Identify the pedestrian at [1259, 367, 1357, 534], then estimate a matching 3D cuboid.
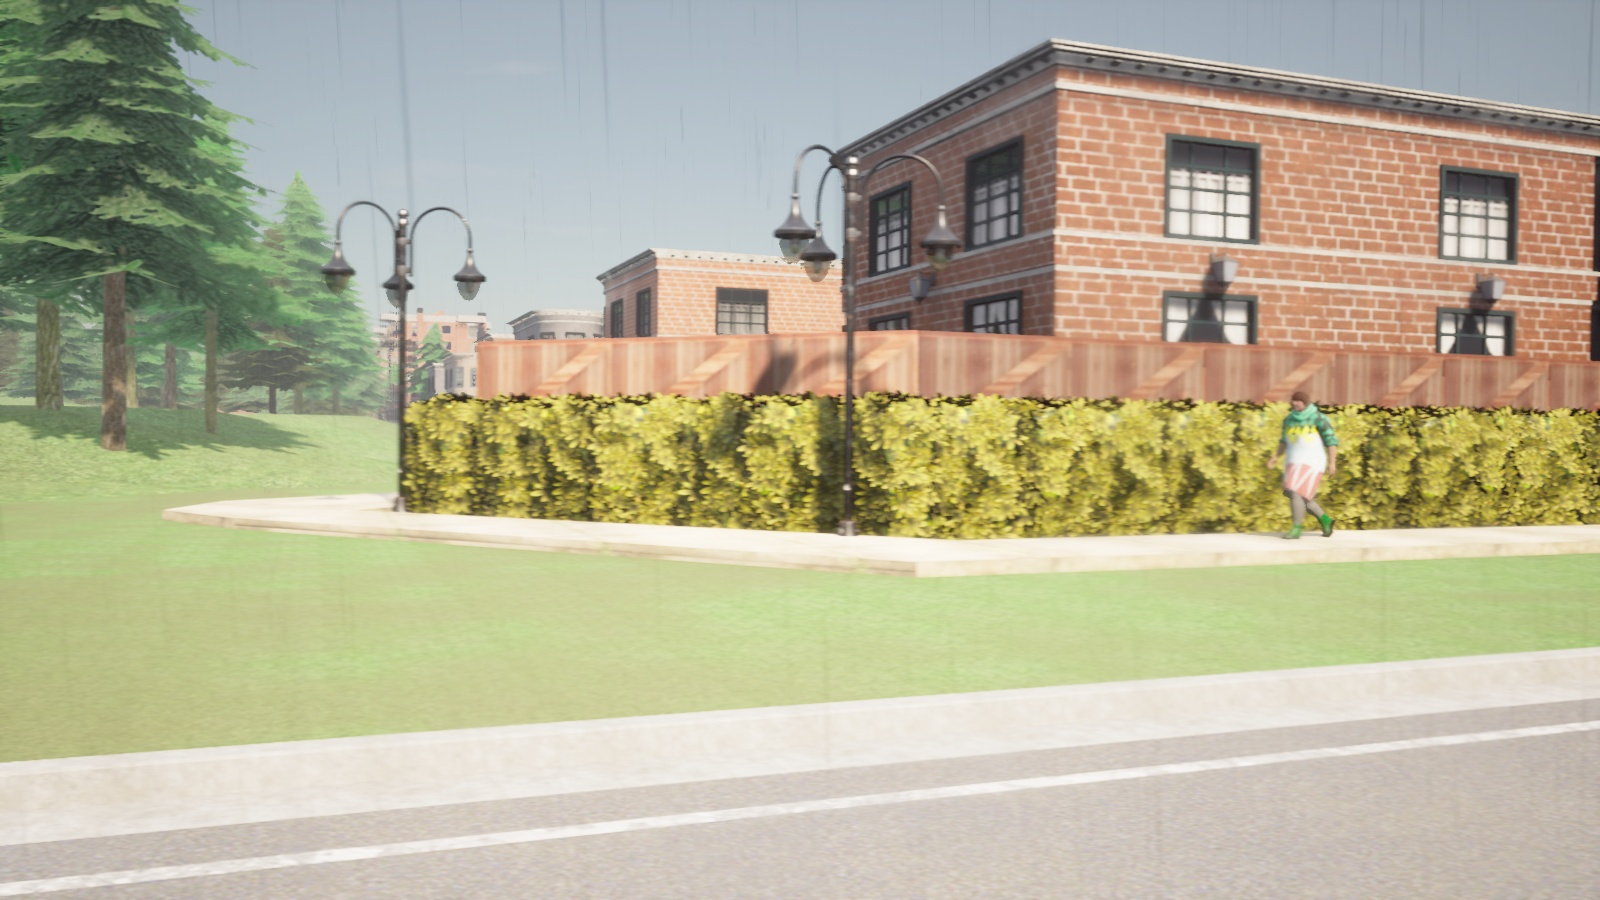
[{"bbox_3d":[6.086,-0.004,15.057,0.873,1.952,0.659,-1,1,-21],"label":"pedestrian"}]
